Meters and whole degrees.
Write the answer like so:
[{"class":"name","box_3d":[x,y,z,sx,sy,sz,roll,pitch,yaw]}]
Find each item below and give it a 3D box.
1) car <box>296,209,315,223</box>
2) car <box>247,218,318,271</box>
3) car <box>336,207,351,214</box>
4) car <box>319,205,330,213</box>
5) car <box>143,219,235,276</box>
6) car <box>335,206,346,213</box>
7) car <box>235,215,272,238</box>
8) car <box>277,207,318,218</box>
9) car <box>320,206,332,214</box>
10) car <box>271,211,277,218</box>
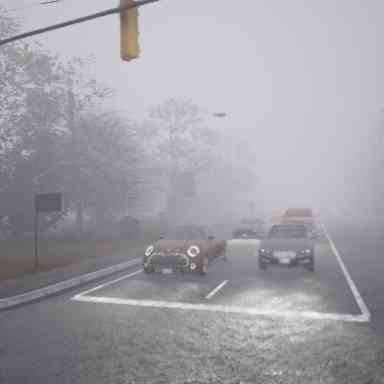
[{"class":"car","box_3d":[14.625,3.059,42.668,2.128,1.511,4.902,-3,-3,20]},{"class":"car","box_3d":[3.775,2.001,12.910,2.128,1.511,4.902,-3,-3,20]},{"class":"car","box_3d":[31.693,3.774,69.190,1.812,1.442,4.674,-3,-3,20]},{"class":"car","box_3d":[31.792,4.067,79.766,2.097,1.767,4.553,-3,-3,20]},{"class":"car","box_3d":[-0.048,1.980,12.638,2.097,1.767,4.553,-3,-3,20]},{"class":"car","box_3d":[35.108,4.128,78.623,1.895,1.301,4.718,-3,-3,20]},{"class":"car","box_3d":[4.486,2.620,25.135,2.033,1.411,5.357,-3,-3,20]},{"class":"car","box_3d":[7.511,2.100,23.268,2.150,2.045,5.566,-3,-3,20]},{"class":"car","box_3d":[28.262,3.881,69.990,1.882,1.535,5.008,-3,-3,20]},{"class":"car","box_3d":[11.929,3.270,45.438,1.882,1.535,5.008,-3,-3,20]}]
